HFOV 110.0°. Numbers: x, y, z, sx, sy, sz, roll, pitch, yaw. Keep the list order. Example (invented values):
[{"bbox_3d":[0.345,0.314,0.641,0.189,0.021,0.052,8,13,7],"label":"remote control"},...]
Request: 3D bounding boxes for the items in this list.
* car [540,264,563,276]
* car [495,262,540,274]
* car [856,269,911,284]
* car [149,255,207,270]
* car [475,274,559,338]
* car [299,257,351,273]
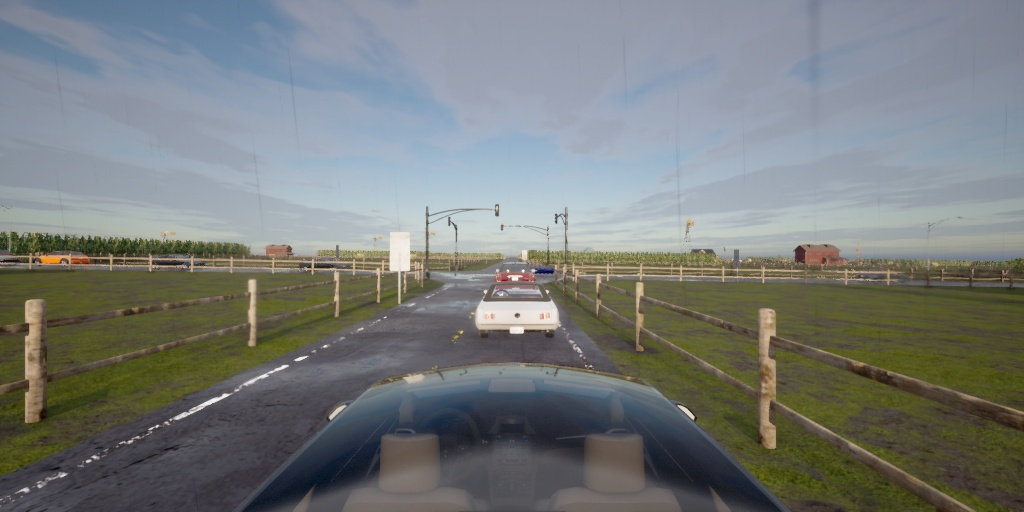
[{"bbox_3d":[2.903,1.429,36.658,4.718,1.301,1.895,1,0,0],"label":"car"},{"bbox_3d":[0.180,1.104,19.123,2.097,1.767,4.553,0,0,1],"label":"car"},{"bbox_3d":[37.788,2.063,36.551,4.181,1.385,1.994,1,0,0],"label":"car"},{"bbox_3d":[-34.179,0.648,36.779,4.892,1.490,1.837,1,0,0],"label":"car"},{"bbox_3d":[0.124,1.352,10.135,1.895,1.301,4.718,0,0,0],"label":"car"},{"bbox_3d":[-19.113,0.920,36.730,4.892,1.490,1.837,1,0,0],"label":"car"}]
